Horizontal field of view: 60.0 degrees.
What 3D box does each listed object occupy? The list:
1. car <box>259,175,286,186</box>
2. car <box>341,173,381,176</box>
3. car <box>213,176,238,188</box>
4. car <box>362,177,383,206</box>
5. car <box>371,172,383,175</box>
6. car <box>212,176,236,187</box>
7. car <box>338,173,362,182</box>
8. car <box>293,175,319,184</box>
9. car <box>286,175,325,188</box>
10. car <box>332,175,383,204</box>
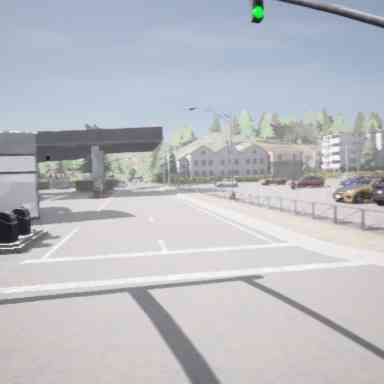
[{"bbox_3d":[13.964,-2.045,57.197,4.605,1.855,1.932,-2,3,-11],"label":"car"},{"bbox_3d":[17.307,-0.908,35.013,3.633,1.501,1.845,-2,3,-11],"label":"car"},{"bbox_3d":[5.647,-1.428,55.646,3.806,1.475,1.970,-2,3,-11],"label":"car"},{"bbox_3d":[12.538,0.018,18.921,4.514,1.523,2.007,-2,3,-11],"label":"car"},{"bbox_3d":[31.621,-2.588,57.244,5.027,1.636,2.152,-2,3,-11],"label":"car"},{"bbox_3d":[5.634,-1.867,59.010,3.866,1.878,1.905,-2,3,-11],"label":"car"},{"bbox_3d":[30.140,-2.749,63.495,3.806,1.475,1.970,-2,3,-11],"label":"car"},{"bbox_3d":[22.549,-2.534,65.828,4.514,1.523,2.007,-2,3,-11],"label":"car"},{"bbox_3d":[15.533,-1.325,44.839,4.514,1.523,2.007,-2,3,-11],"label":"car"},{"bbox_3d":[11.916,-0.112,21.993,5.027,1.636,2.152,-2,3,-11],"label":"car"}]
